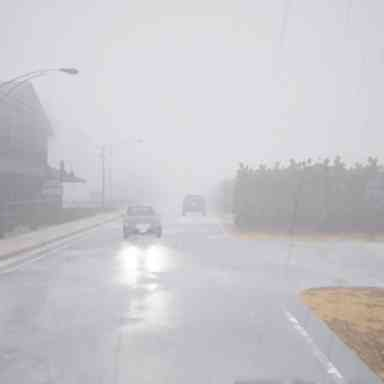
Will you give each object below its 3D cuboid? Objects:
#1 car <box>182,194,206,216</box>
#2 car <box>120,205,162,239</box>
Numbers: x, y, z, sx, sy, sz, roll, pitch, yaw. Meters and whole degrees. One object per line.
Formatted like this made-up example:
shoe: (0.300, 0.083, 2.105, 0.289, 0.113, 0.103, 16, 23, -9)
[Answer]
car: (0.207, 1.211, 32.184, 2.150, 2.045, 5.566, 0, 0, 1)
car: (-2.699, 1.485, 17.545, 2.128, 1.511, 4.902, 0, 0, -11)
